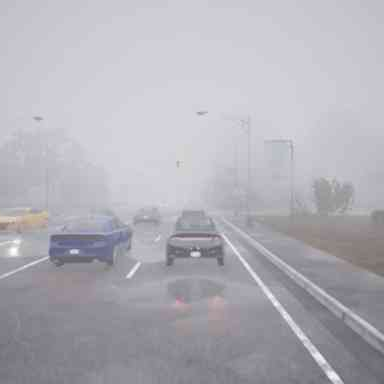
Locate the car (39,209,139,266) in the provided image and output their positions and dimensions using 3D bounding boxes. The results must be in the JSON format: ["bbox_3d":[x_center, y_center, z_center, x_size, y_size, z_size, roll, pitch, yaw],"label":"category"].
[{"bbox_3d":[-3.396,1.599,12.084,1.882,1.535,5.008,0,-1,0],"label":"car"}]

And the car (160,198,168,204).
[{"bbox_3d":[-6.987,2.336,83.850,1.837,1.490,4.892,0,-1,0],"label":"car"}]

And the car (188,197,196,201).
[{"bbox_3d":[0.015,2.452,93.611,2.128,1.511,4.902,0,-1,0],"label":"car"}]

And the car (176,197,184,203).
[{"bbox_3d":[-3.485,2.401,93.229,1.882,1.535,5.008,0,-1,0],"label":"car"}]

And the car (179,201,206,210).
[{"bbox_3d":[0.105,1.737,25.906,1.882,1.535,5.008,0,-1,0],"label":"car"}]

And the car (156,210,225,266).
[{"bbox_3d":[0.103,1.615,12.087,2.128,1.511,4.902,0,0,0],"label":"car"}]

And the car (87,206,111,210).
[{"bbox_3d":[-7.049,1.799,25.076,2.033,1.411,5.357,0,-1,0],"label":"car"}]

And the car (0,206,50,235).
[{"bbox_3d":[-10.576,1.685,20.642,1.882,1.535,5.008,0,-1,0],"label":"car"}]

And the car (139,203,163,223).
[{"bbox_3d":[-3.395,1.827,26.419,1.994,1.385,4.181,0,-1,0],"label":"car"}]
